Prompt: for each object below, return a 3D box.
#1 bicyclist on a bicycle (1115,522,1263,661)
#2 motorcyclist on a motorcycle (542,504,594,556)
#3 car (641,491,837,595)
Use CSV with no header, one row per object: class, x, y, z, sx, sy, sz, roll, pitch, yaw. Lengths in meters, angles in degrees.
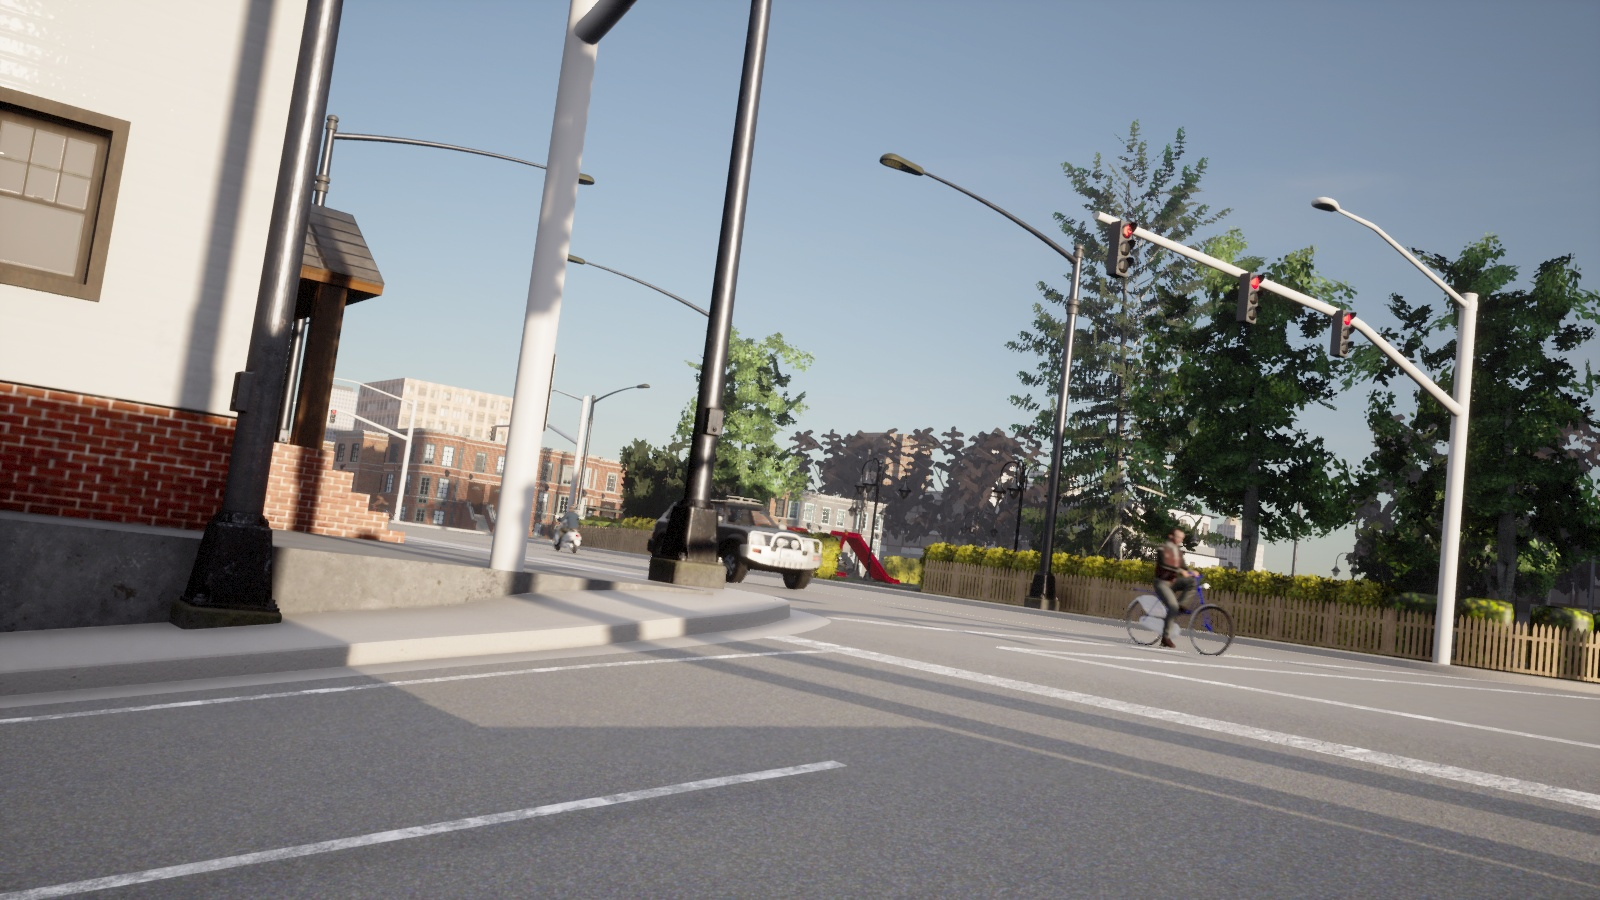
bicyclist on a bicycle,5.525,1.982,17.921,0.659,1.776,1.843,10,-6,-35
motorcyclist on a motorcycle,-7.915,2.726,42.798,0.866,1.590,1.817,10,-6,-35
car,-1.440,1.989,27.742,1.932,1.855,4.605,10,-6,-35
